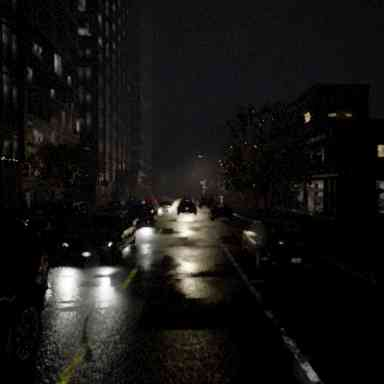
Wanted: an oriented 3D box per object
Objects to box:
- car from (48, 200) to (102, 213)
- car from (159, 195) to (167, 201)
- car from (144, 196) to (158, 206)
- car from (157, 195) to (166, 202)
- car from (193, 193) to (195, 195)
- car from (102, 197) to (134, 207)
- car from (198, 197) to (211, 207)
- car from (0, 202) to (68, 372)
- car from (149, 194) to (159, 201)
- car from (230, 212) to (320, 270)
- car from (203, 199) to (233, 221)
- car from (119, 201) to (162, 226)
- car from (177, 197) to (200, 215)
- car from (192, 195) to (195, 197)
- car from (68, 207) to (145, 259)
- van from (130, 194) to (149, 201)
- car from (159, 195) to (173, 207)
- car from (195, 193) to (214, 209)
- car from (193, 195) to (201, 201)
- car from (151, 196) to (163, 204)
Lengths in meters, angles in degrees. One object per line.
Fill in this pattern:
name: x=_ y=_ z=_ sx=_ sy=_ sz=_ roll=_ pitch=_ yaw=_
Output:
car: x=-6.052 y=1.322 z=15.415 sx=2.192 sy=1.841 sz=5.009 roll=-1 pitch=0 yaw=-1
car: x=-7.149 y=1.463 z=82.382 sx=1.752 sy=1.417 sz=4.829 roll=-1 pitch=0 yaw=-1
car: x=-6.652 y=1.492 z=54.713 sx=1.752 sy=1.417 sz=4.829 roll=-1 pitch=0 yaw=-1
car: x=-7.050 y=1.469 z=76.848 sx=1.752 sy=1.417 sz=4.829 roll=-1 pitch=0 yaw=-1
car: x=1.422 y=1.228 z=71.623 sx=2.192 sy=1.841 sz=5.009 roll=-1 pitch=0 yaw=-1
car: x=-6.158 y=1.436 z=26.485 sx=1.967 sy=1.590 sz=4.097 roll=-1 pitch=0 yaw=-1
car: x=1.821 y=1.462 z=49.659 sx=1.752 sy=1.417 sz=4.829 roll=-1 pitch=0 yaw=-1
car: x=-3.121 y=1.229 z=2.721 sx=2.150 sy=2.045 sz=5.566 roll=0 pitch=0 yaw=-1
car: x=-6.559 y=1.287 z=49.348 sx=2.192 sy=1.841 sz=5.009 roll=-1 pitch=0 yaw=-1
car: x=2.649 y=1.526 z=10.756 sx=2.008 sy=1.369 sz=4.403 roll=-1 pitch=0 yaw=-1
car: x=2.246 y=1.511 z=26.619 sx=2.008 sy=1.369 sz=4.403 roll=-1 pitch=0 yaw=-1
car: x=-3.462 y=1.552 z=23.044 sx=1.994 sy=1.385 sz=4.181 roll=0 pitch=0 yaw=0
car: x=-0.501 y=1.529 z=33.304 sx=1.994 sy=1.385 sz=4.181 roll=0 pitch=0 yaw=-1
car: x=-0.760 y=1.476 z=46.412 sx=1.812 sy=1.442 sz=4.674 roll=0 pitch=0 yaw=0
car: x=-3.301 y=1.545 z=12.967 sx=2.033 sy=1.411 sz=5.357 roll=0 pitch=0 yaw=-1
van: x=-6.360 y=1.325 z=38.280 sx=1.690 sy=1.788 sz=3.998 roll=-1 pitch=0 yaw=-1
car: x=-3.869 y=1.568 z=50.228 sx=1.895 sy=1.301 sz=4.718 roll=0 pitch=0 yaw=-1
car: x=1.919 y=1.257 z=43.955 sx=2.192 sy=1.841 sz=5.009 roll=-1 pitch=0 yaw=-1
car: x=1.228 y=1.467 z=82.690 sx=1.947 sy=1.339 sz=4.313 roll=-1 pitch=0 yaw=-1
car: x=-6.853 y=1.500 z=65.950 sx=1.887 sy=1.381 sz=4.507 roll=-1 pitch=0 yaw=-1
